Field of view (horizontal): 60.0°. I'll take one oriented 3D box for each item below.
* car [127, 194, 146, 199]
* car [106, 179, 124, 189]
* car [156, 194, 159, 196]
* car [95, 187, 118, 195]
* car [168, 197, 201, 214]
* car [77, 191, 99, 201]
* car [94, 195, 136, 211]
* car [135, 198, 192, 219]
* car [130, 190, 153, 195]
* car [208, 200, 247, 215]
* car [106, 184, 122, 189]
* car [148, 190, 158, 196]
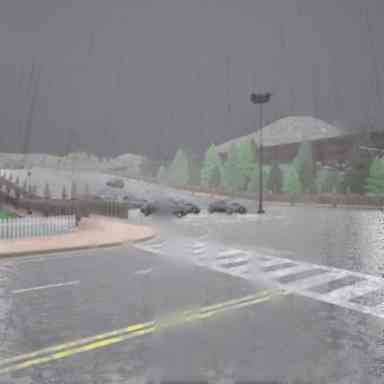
[{"bbox_3d":[-6.973,1.350,40.664,1.994,1.385,4.181,0,2,-37],"label":"car"},{"bbox_3d":[-16.359,-1.803,70.862,2.150,2.045,5.566,0,7,-37],"label":"car"},{"bbox_3d":[-1.971,1.350,39.848,1.882,1.535,5.008,0,1,-37],"label":"car"},{"bbox_3d":[-12.993,0.574,48.678,2.097,1.767,4.553,0,5,-37],"label":"car"},{"bbox_3d":[-0.979,1.493,32.737,1.994,1.385,4.181,0,0,-37],"label":"car"},{"bbox_3d":[-14.858,0.854,45.327,1.837,1.490,4.892,0,4,-37],"label":"car"},{"bbox_3d":[-8.678,1.400,37.111,2.033,1.411,5.357,0,2,-37],"label":"car"},{"bbox_3d":[-2.615,1.493,29.095,2.033,1.411,5.357,0,0,-37],"label":"car"},{"bbox_3d":[-8.077,0.934,47.960,1.882,1.535,5.008,0,4,-37],"label":"car"},{"bbox_3d":[3.438,1.483,32.701,1.994,1.385,4.181,0,0,-37],"label":"car"},{"bbox_3d":[-14.197,0.096,56.203,1.837,1.490,4.892,0,6,-37],"label":"car"},{"bbox_3d":[-7.877,0.274,59.673,1.895,1.301,4.718,0,6,-37],"label":"car"}]
